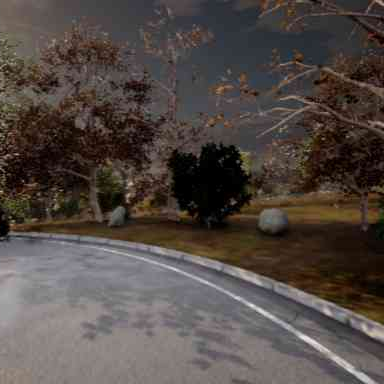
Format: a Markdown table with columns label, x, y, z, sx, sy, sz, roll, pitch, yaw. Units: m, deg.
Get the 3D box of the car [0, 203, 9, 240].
| label | x | y | z | sx | sy | sz | roll | pitch | yaw |
| --- | --- | --- | --- | --- | --- | --- | --- | --- | --- |
| car | -10.608 | 1.302 | 14.498 | 5.566 | 2.045 | 2.150 | -1 | 0 | 22 |
